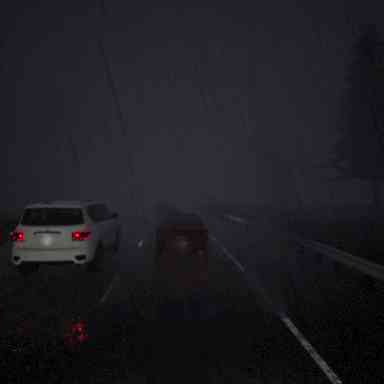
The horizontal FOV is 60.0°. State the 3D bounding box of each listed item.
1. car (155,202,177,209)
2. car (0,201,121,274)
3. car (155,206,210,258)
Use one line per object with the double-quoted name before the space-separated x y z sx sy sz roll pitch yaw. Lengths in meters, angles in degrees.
"car" -2.442 1.644 31.756 1.882 1.535 5.008 0 0 -8
"car" -3.798 1.290 11.029 2.150 2.045 5.566 0 0 -4
"car" -0.424 1.545 13.141 1.882 1.535 5.008 0 0 -3
